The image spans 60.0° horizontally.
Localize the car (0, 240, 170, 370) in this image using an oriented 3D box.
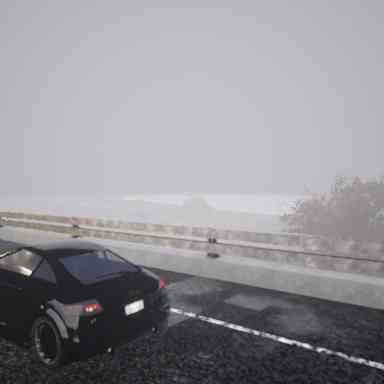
[{"bbox_3d":[-2.416,1.541,5.739,4.181,1.385,1.994,0,0,36],"label":"car"}]
